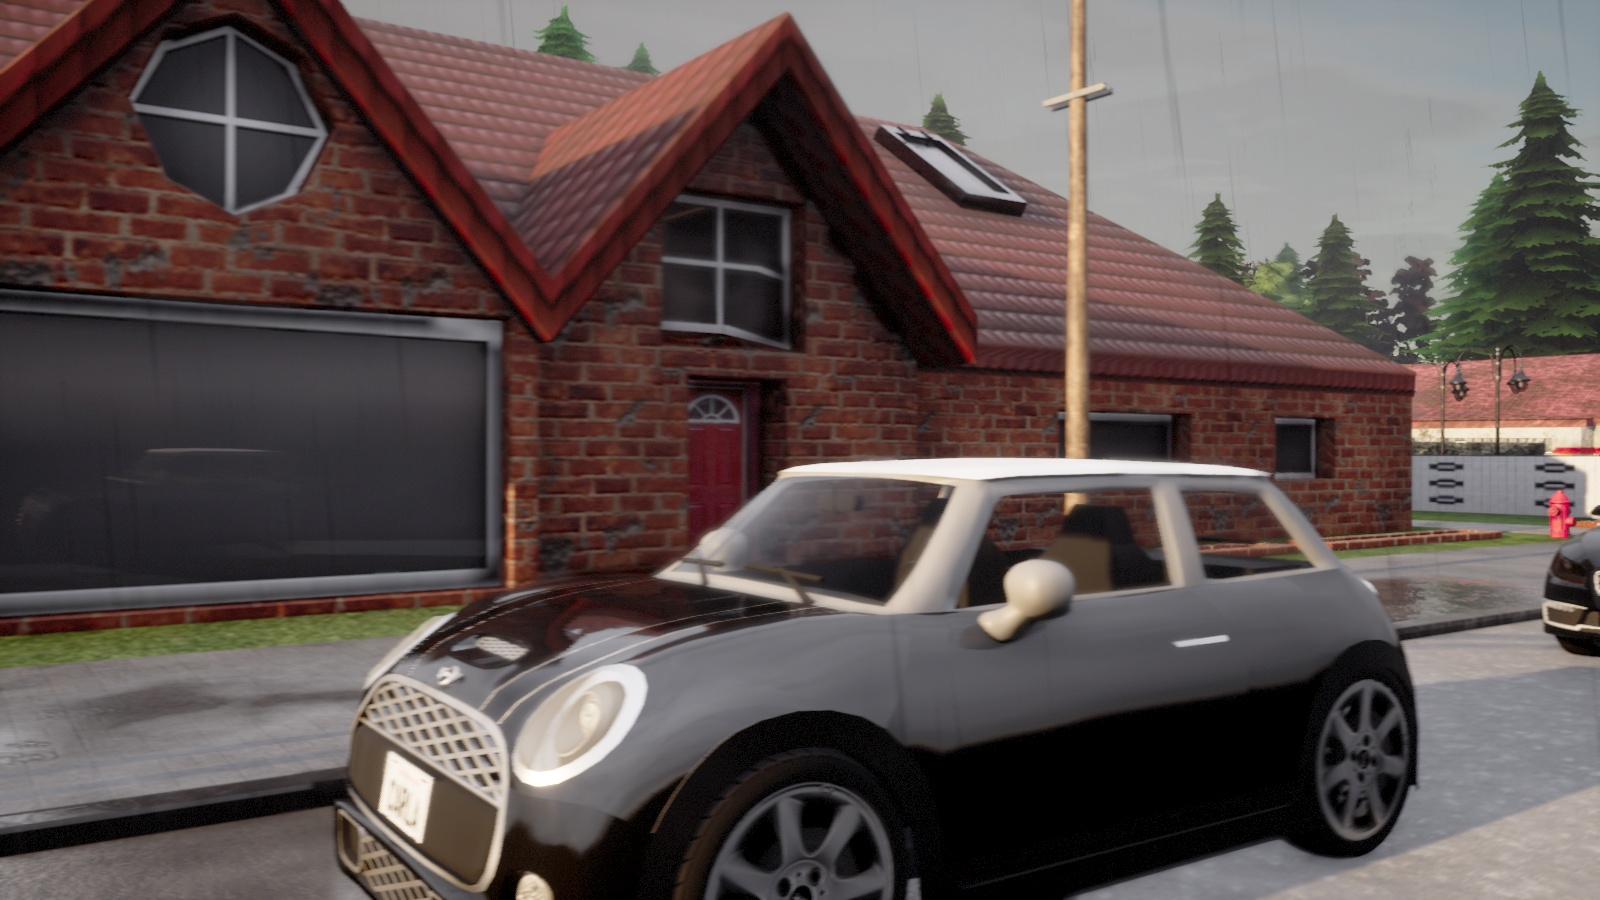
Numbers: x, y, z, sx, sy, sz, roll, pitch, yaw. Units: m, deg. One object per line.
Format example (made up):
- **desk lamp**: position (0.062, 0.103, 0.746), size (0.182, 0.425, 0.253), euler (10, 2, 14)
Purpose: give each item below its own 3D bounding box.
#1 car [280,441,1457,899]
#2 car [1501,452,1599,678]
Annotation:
- **car**: position (0.368, 0.721, 4.512), size (3.806, 1.475, 1.970), euler (0, 0, -34)
- **car**: position (7.453, 0.757, 9.470), size (4.892, 1.490, 1.837), euler (0, 0, -35)
